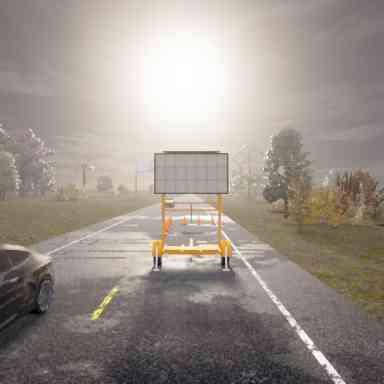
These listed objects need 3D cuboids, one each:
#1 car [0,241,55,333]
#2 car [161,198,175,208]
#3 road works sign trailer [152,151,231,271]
[{"bbox_3d":[-3.609,1.526,4.876,1.812,1.442,4.674,0,0,0],"label":"car"},{"bbox_3d":[-3.587,1.574,49.871,2.033,1.411,5.357,0,0,0],"label":"car"},{"bbox_3d":[-0.019,0.465,10.890,2.380,3.560,2.880,0,0,0],"label":"road works sign trailer"}]
